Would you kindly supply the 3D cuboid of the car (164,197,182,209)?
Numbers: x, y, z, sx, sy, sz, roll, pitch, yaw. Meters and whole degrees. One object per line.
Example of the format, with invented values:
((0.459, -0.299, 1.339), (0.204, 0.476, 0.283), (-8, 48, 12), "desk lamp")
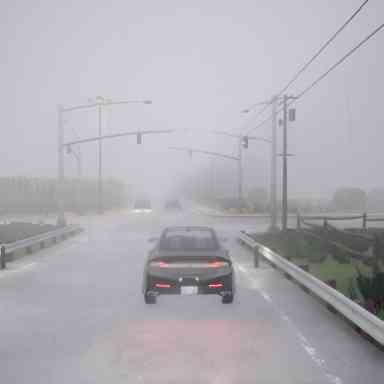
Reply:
((-2.545, 1.419, 43.189), (1.812, 1.442, 4.674), (0, 1, -8), "car")

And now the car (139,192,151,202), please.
((-8.641, 0.916, 61.491), (2.097, 1.767, 4.553), (0, 1, -7), "car")

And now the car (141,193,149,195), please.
((-7.389, 1.270, 51.452), (1.812, 1.442, 4.674), (0, 1, -7), "car")

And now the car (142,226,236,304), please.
((-0.090, 1.611, 8.377), (2.128, 1.511, 4.902), (0, -2, -1), "car")

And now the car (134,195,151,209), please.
((-6.324, 1.463, 42.854), (1.994, 1.385, 4.181), (0, 1, -7), "car")
